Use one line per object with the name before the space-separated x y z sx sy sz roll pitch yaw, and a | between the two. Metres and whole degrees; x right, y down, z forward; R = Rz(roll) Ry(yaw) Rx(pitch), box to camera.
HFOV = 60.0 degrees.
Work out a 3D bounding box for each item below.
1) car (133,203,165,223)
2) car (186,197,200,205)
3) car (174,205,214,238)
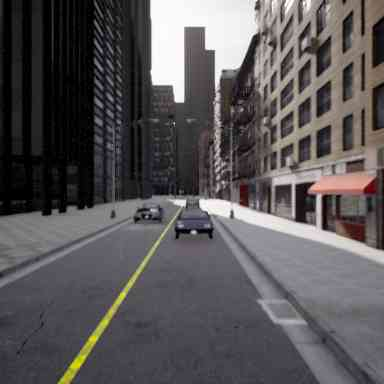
car | -3.095 1.514 24.708 1.994 1.385 4.181 0 0 0
car | 0.101 1.401 45.261 2.128 1.511 4.902 0 0 0
car | 0.100 1.568 17.480 1.895 1.301 4.718 0 0 0
